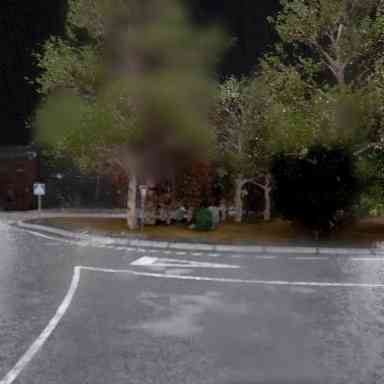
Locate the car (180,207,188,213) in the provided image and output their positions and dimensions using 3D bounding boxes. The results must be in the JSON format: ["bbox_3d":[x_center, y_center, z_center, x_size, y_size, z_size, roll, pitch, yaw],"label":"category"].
[{"bbox_3d":[-1.388,4.955,93.415,2.435,2.045,5.566,0,-2,23],"label":"car"}]
